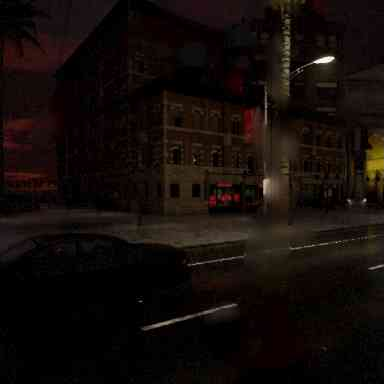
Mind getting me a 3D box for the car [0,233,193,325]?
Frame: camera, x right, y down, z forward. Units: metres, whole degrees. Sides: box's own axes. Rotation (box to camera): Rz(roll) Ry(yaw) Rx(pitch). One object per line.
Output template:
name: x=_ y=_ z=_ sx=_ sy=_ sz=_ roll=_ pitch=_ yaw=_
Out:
car: x=-2.546 y=1.547 z=6.474 sx=5.357 sy=1.411 sz=2.033 roll=0 pitch=0 yaw=-35
